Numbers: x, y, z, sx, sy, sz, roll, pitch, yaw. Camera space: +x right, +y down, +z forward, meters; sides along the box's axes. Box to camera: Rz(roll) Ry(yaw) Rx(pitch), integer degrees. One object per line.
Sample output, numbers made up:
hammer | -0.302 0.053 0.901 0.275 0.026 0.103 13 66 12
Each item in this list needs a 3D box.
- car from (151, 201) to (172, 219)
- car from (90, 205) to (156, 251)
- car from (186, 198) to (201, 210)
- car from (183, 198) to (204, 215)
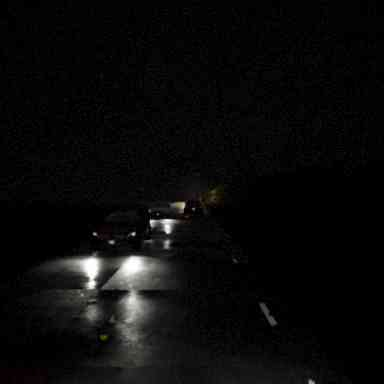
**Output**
car | -2.771 1.513 29.113 1.812 1.442 4.674 0 0 0
car | -2.817 1.491 14.075 1.812 1.442 4.674 0 0 1
car | 0.202 1.565 44.522 1.882 1.535 5.008 0 0 0
car | 0.168 1.574 33.523 1.994 1.385 4.181 0 0 1
